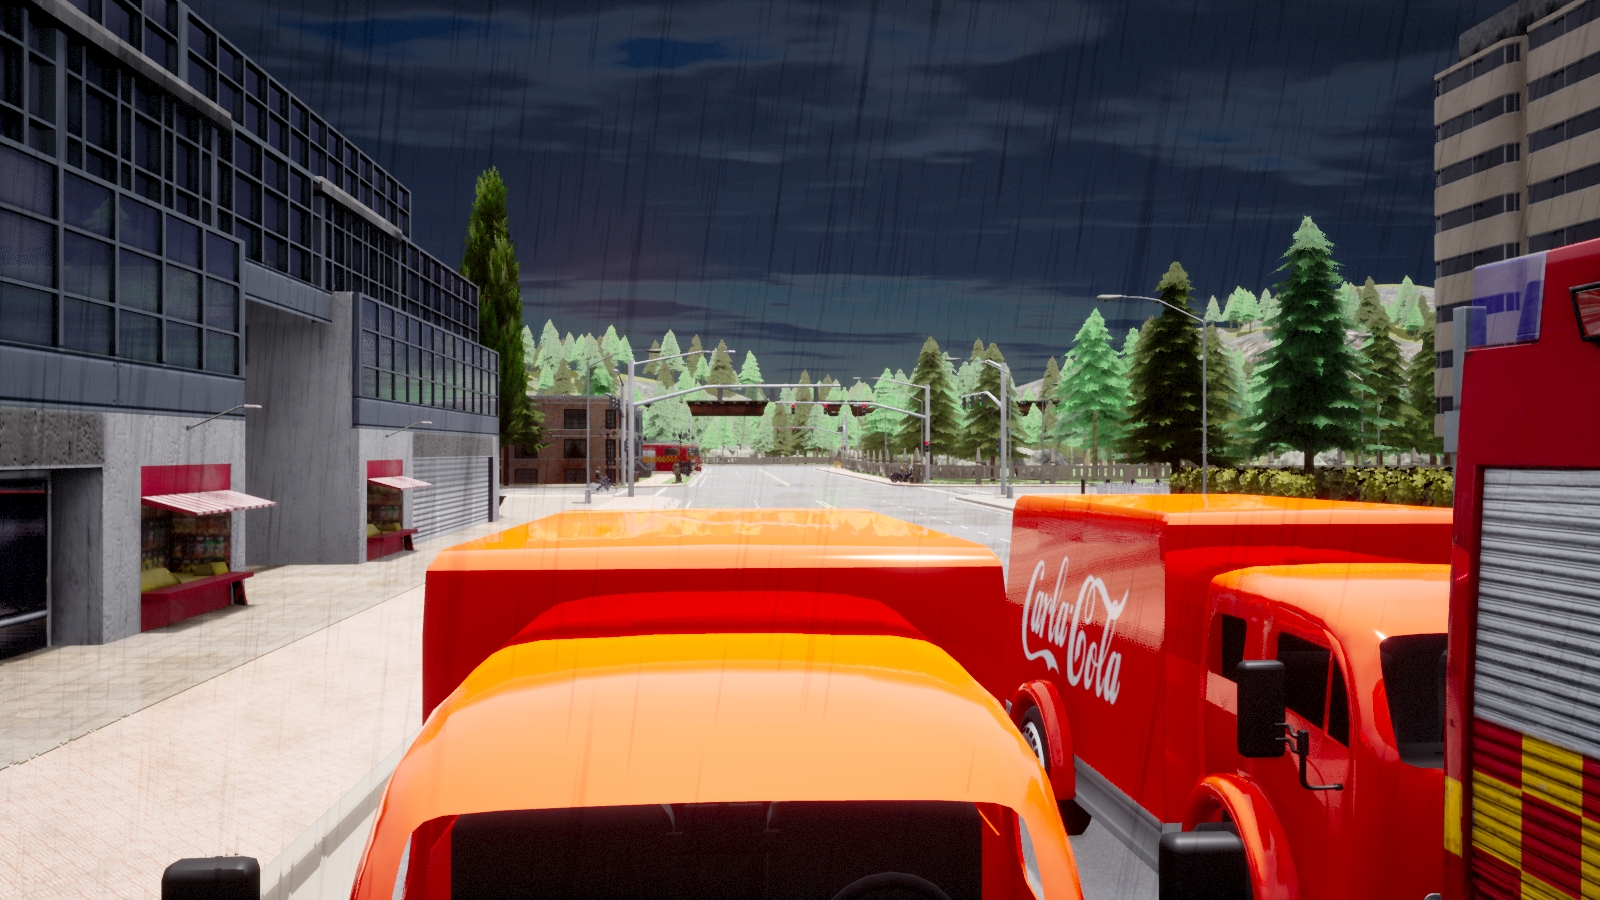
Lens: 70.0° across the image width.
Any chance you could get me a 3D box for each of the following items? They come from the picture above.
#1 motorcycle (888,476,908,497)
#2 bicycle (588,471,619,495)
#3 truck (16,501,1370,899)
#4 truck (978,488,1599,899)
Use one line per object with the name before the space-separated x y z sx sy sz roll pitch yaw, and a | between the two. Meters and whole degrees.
motorcycle | 5.944 2.205 69.519 0.867 1.251 2.209 0 0 -4
bicycle | -12.243 2.060 71.157 1.835 1.471 0.329 0 0 -4
truck | -0.347 1.568 4.821 2.627 2.467 5.204 0 0 -4
truck | 3.003 1.568 7.234 2.627 2.467 5.204 0 0 -4
